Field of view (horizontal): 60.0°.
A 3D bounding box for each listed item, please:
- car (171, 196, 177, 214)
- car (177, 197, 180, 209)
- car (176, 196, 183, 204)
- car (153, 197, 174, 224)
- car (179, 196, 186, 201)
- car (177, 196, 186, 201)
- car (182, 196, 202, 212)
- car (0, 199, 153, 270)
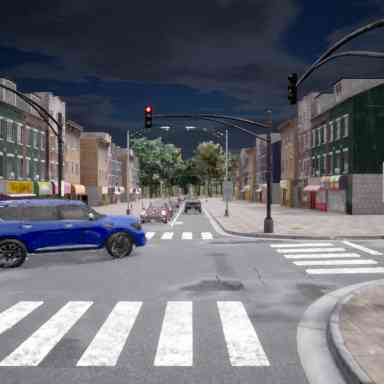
[{"bbox_3d":[-2.648,1.448,29.992,1.967,1.590,4.097,-1,0,0],"label":"car"},{"bbox_3d":[-2.647,1.578,35.427,1.947,1.339,4.313,-1,0,0],"label":"car"},{"bbox_3d":[-2.648,1.569,46.296,1.887,1.381,4.507,-1,0,0],"label":"car"},{"bbox_3d":[-2.648,1.444,24.558,1.967,1.590,4.097,-1,0,0],"label":"car"},{"bbox_3d":[-2.648,1.677,89.775,1.802,1.307,4.206,-1,0,0],"label":"car"},{"bbox_3d":[-2.648,1.650,84.340,1.947,1.339,4.313,-1,0,0],"label":"car"},{"bbox_3d":[0.101,1.520,38.341,1.837,1.490,4.892,0,0,0],"label":"car"},{"bbox_3d":[-4.438,1.269,11.466,5.566,2.045,2.150,-1,1,-23],"label":"car"}]
